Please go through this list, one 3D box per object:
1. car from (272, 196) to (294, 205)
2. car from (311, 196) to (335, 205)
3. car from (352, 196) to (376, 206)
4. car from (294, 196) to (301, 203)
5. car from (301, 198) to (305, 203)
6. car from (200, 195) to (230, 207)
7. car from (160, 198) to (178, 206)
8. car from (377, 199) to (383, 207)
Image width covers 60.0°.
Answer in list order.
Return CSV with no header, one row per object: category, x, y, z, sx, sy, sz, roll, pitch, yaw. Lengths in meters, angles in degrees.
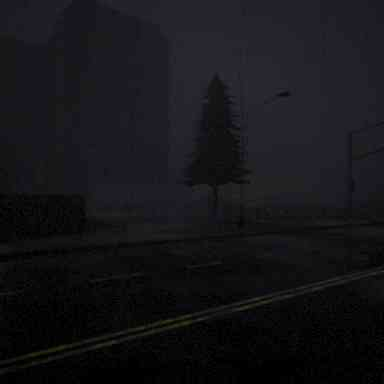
car,23.800,2.148,87.068,1.970,1.475,3.806,1,0,-35
car,27.849,2.086,71.417,1.970,1.475,3.806,1,0,-35
car,41.570,2.026,81.282,1.932,1.855,4.605,1,0,-35
car,26.160,2.148,88.745,1.784,1.438,3.905,1,0,-35
car,28.319,1.967,90.342,1.932,1.855,4.605,1,0,-35
car,3.632,1.623,59.227,2.150,2.045,5.566,1,0,-35
car,-4.563,1.890,64.753,1.812,1.442,4.674,1,-1,-35
car,33.377,1.783,53.982,1.932,1.855,4.605,1,0,-35
